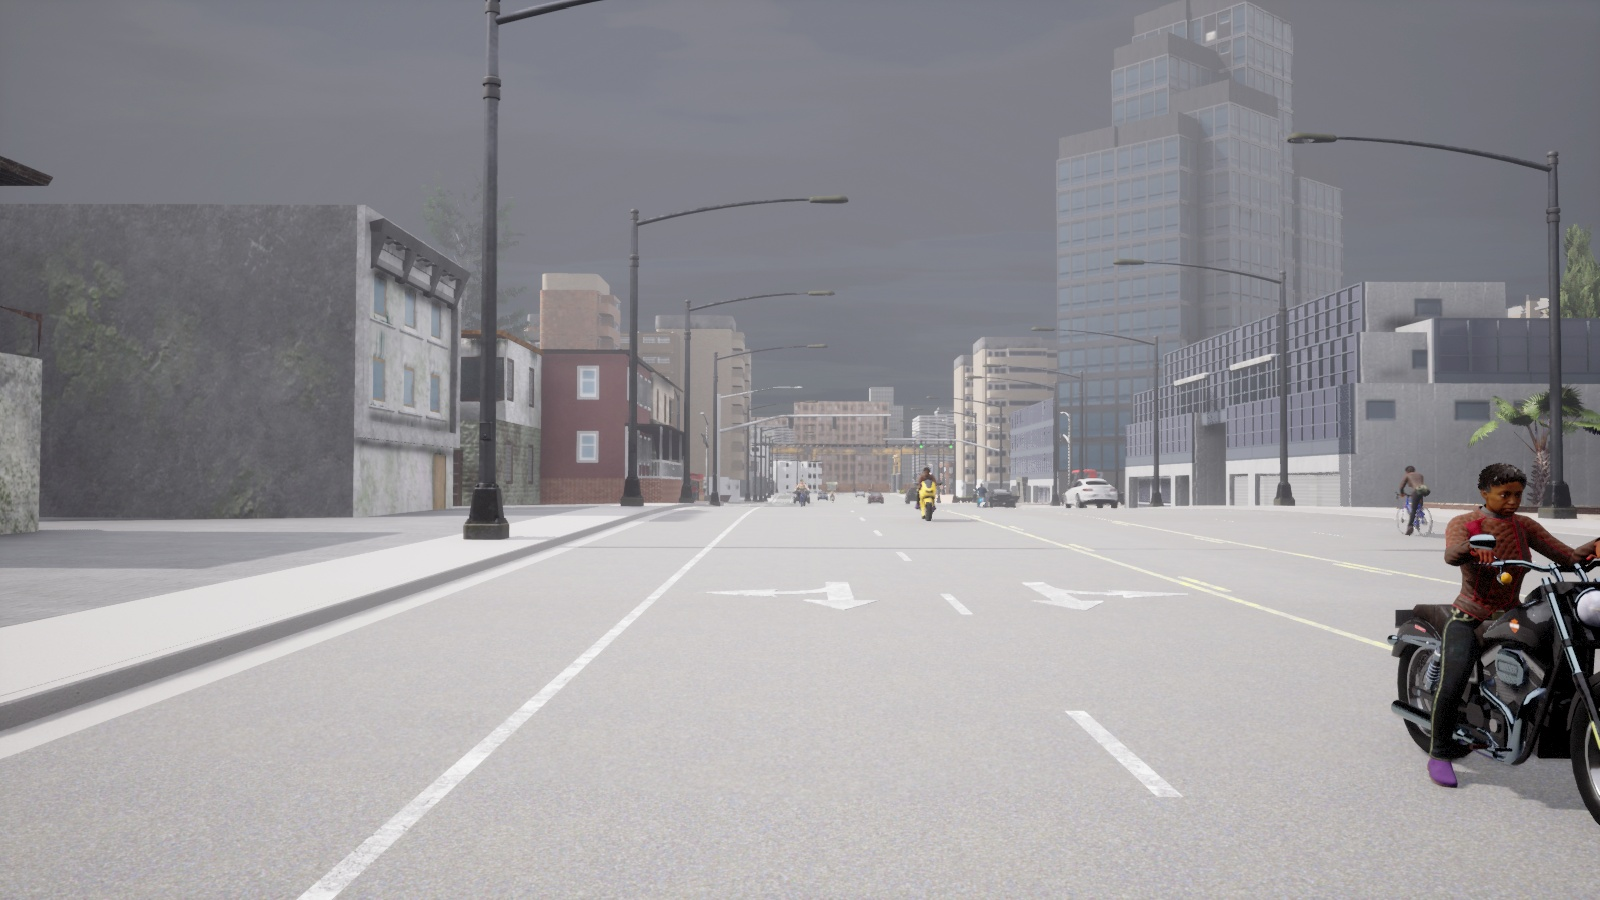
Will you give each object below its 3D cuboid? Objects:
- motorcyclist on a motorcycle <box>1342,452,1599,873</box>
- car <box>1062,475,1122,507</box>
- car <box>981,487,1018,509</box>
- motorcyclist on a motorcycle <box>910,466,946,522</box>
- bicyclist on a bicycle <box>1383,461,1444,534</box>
[{"bbox_3d":[3.520,0.843,6.085,0.766,1.649,2.350,0,-1,0],"label":"motorcyclist on a motorcycle"},{"bbox_3d":[14.106,2.013,60.969,1.812,1.442,4.674,0,-3,0],"label":"car"},{"bbox_3d":[14.155,3.425,89.455,1.837,1.490,4.892,0,-2,0],"label":"car"},{"bbox_3d":[3.564,1.208,35.184,0.797,1.523,2.044,0,-1,0],"label":"motorcyclist on a motorcycle"},{"bbox_3d":[14.053,1.068,28.821,0.582,1.620,1.656,0,-1,0],"label":"bicyclist on a bicycle"}]
